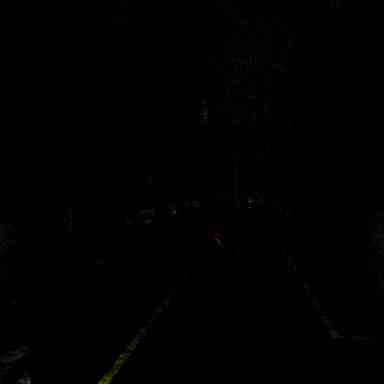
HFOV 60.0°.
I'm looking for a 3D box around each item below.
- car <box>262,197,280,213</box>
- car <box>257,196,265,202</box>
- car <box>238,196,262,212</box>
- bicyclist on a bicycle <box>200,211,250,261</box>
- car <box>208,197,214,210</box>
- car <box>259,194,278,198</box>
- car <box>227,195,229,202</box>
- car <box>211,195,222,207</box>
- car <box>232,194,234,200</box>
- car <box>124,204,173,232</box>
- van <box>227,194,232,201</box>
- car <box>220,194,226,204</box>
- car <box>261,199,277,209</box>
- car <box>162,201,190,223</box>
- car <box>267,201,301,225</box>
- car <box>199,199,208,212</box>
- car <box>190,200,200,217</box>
[{"bbox_3d":[8.691,1.574,35.127,1.887,1.381,4.507,0,0,10],"label":"car"},{"bbox_3d":[16.510,1.725,79.554,1.802,1.307,4.206,0,0,10],"label":"car"},{"bbox_3d":[6.839,1.528,39.415,2.128,1.511,4.902,0,0,10],"label":"car"},{"bbox_3d":[1.050,1.455,10.924,1.656,1.620,0.582,-1,0,10],"label":"bicyclist on a bicycle"},{"bbox_3d":[1.274,1.605,42.166,1.947,1.339,4.313,0,0,10],"label":"car"},{"bbox_3d":[9.669,1.355,40.682,2.192,1.841,5.009,0,0,10],"label":"car"},{"bbox_3d":[6.162,1.683,69.935,1.802,1.307,4.206,0,0,10],"label":"car"},{"bbox_3d":[3.229,1.607,53.274,1.887,1.381,4.507,0,0,10],"label":"car"},{"bbox_3d":[9.094,1.606,86.599,1.967,1.590,4.097,0,0,10],"label":"car"},{"bbox_3d":[-2.636,1.589,19.949,1.802,1.307,4.206,0,0,10],"label":"car"},{"bbox_3d":[8.116,1.484,81.045,1.690,1.788,3.998,0,0,10],"label":"van"},{"bbox_3d":[4.207,1.390,58.829,2.192,1.841,5.009,0,0,10],"label":"car"},{"bbox_3d":[10.646,1.617,46.234,1.947,1.339,4.313,0,0,10],"label":"car"},{"bbox_3d":[-1.659,1.452,25.503,1.967,1.590,4.097,0,0,10],"label":"car"},{"bbox_3d":[6.737,1.579,24.020,1.947,1.339,4.313,0,0,10],"label":"car"},{"bbox_3d":[0.267,1.554,36.443,1.752,1.417,4.829,0,0,10],"label":"car"},{"bbox_3d":[-0.681,1.602,31.057,1.802,1.307,4.206,0,0,10],"label":"car"}]
